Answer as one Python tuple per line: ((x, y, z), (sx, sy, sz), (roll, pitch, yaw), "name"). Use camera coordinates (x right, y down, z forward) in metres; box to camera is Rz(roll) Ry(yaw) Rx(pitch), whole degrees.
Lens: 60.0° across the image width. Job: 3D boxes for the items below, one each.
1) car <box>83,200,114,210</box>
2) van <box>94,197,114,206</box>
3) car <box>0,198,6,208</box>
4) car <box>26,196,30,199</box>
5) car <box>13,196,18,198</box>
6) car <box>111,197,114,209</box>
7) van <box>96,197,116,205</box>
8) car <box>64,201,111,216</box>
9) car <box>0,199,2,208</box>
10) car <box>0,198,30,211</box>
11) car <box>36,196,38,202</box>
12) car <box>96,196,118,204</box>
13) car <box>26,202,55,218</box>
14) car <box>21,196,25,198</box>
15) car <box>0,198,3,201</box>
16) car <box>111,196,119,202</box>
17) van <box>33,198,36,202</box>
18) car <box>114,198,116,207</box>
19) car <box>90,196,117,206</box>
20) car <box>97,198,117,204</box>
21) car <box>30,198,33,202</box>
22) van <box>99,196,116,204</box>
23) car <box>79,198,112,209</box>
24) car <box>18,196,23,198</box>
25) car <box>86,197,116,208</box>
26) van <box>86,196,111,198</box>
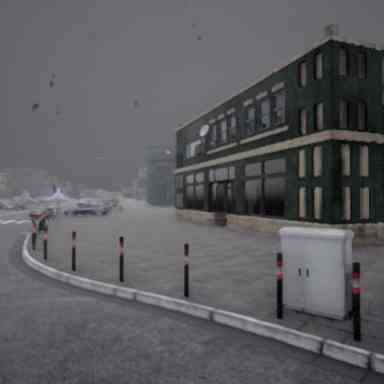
((-15.896, 2.178, 56.634), (4.892, 1.521, 2.231), (0, 0, -12), "car")
((-19.983, 2.061, 75.657), (4.442, 1.987, 1.878), (0, 0, -12), "van")
((-37.736, 2.012, 62.371), (4.553, 1.767, 2.185), (0, 0, -12), "car")
((-40.522, 2.239, 75.871), (4.892, 1.521, 2.231), (0, -1, -12), "car")
((-38.804, 2.049, 67.781), (4.553, 1.767, 2.185), (0, 0, -12), "car")
((-14.738, 2.024, 51.198), (4.553, 1.767, 2.185), (0, 0, -12), "car")
((-20.320, 2.083, 78.423), (4.442, 1.987, 1.878), (0, 0, -12), "van")
((-11.987, 2.063, 37.695), (4.792, 1.488, 2.163), (0, -1, -12), "car")
((-37.147, 2.121, 59.676), (5.008, 1.535, 2.097), (0, 0, -12), "car")
((-27.821, 2.154, 52.426), (2.128, 1.511, 4.902), (0, 0, -12), "car")
((-42.218, 2.350, 83.965), (4.674, 1.452, 2.002), (0, -1, -12), "car")
((-22.730, 2.148, 89.278), (5.566, 2.045, 2.435), (0, -1, -12), "car")
((-16.258, 2.089, 36.150), (1.994, 1.385, 4.181), (0, -1, -13), "car")
((-39.958, 2.216, 73.173), (4.892, 1.521, 2.231), (0, 0, -12), "car")
((-30.757, 2.142, 51.811), (1.812, 1.442, 4.674), (0, 0, -12), "car")
((-16.439, 1.940, 59.360), (5.566, 2.045, 2.435), (0, 0, -12), "car")
((-41.566, 2.061, 81.414), (4.442, 1.987, 1.878), (0, -1, -12), "van")
((-15.366, 2.164, 54.033), (5.008, 1.535, 2.097), (0, 0, -12), "car")
((-19.274, 2.018, 72.964), (5.566, 2.045, 2.435), (0, 0, -12), "car")
((-22.142, 2.377, 86.558), (4.892, 1.521, 2.231), (0, -1, -12), "car")
((-41.086, 2.262, 78.569), (4.892, 1.521, 2.231), (0, -1, -12), "car")
((-23.383, 2.200, 91.978), (4.442, 1.987, 1.878), (0, -1, -12), "van")
((-13.036, 1.966, 43.030), (4.553, 1.767, 2.185), (0, -1, -12), "car")
((-39.393, 2.196, 70.473), (4.892, 1.521, 2.231), (0, 0, -12), "car")
((-17.655, 1.969, 64.913), (5.566, 2.045, 2.435), (0, 0, -12), "car")
((-13.774, 1.891, 45.847), (4.442, 1.987, 1.878), (0, 0, -12), "van")
